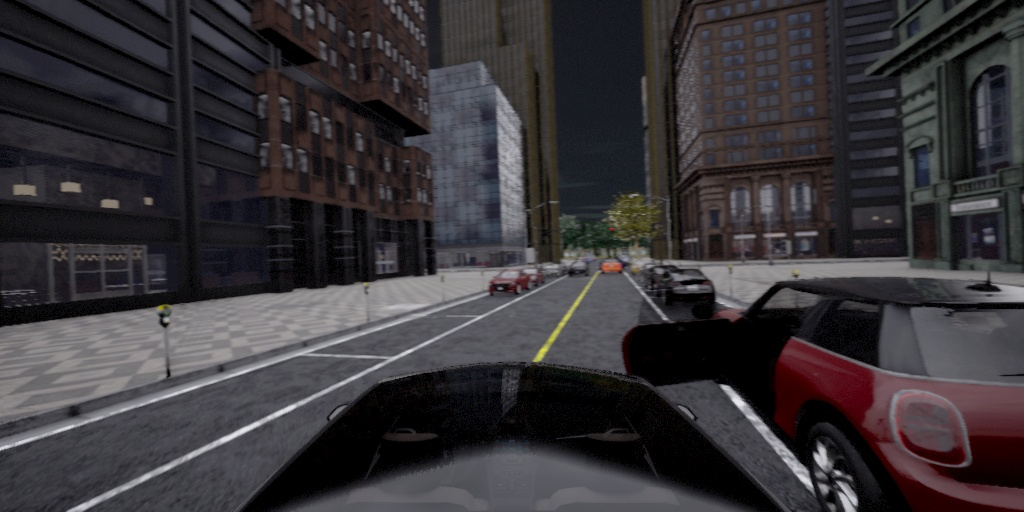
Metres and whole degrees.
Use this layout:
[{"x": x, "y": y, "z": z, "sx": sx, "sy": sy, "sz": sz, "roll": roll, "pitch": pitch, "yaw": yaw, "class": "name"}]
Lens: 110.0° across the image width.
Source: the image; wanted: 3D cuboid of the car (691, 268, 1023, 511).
[{"x": 3.603, "y": 0.980, "z": 3.768, "sx": 2.097, "sy": 1.767, "sz": 4.553, "roll": -2, "pitch": -1, "yaw": 15, "class": "car"}]

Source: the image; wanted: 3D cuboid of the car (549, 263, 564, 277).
[{"x": 4.219, "y": 1.460, "z": 36.930, "sx": 2.007, "sy": 1.370, "sz": 4.403, "roll": 0, "pitch": 0, "yaw": 15, "class": "car"}]

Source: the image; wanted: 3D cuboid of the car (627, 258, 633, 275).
[{"x": 12.529, "y": 1.089, "z": 35.027, "sx": 1.751, "sy": 1.417, "sz": 4.829, "roll": 0, "pitch": 0, "yaw": 15, "class": "car"}]

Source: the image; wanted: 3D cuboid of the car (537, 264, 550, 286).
[{"x": 1.396, "y": 1.513, "z": 26.551, "sx": 1.802, "sy": 1.307, "sz": 4.207, "roll": 0, "pitch": 0, "yaw": 15, "class": "car"}]

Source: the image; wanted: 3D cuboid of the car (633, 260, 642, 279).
[{"x": 9.753, "y": 1.135, "z": 24.821, "sx": 2.007, "sy": 1.370, "sz": 4.403, "roll": 0, "pitch": 0, "yaw": 15, "class": "car"}]

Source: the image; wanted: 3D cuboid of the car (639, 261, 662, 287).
[{"x": 8.388, "y": 1.159, "z": 19.802, "sx": 1.948, "sy": 1.339, "sz": 4.313, "roll": 0, "pitch": 0, "yaw": 15, "class": "car"}]

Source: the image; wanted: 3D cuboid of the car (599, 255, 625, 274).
[{"x": 10.947, "y": 1.014, "z": 39.519, "sx": 2.097, "sy": 1.767, "sz": 4.553, "roll": -2, "pitch": 0, "yaw": 15, "class": "car"}]

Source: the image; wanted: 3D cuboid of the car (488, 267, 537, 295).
[{"x": -0.016, "y": 1.485, "z": 21.362, "sx": 1.888, "sy": 1.381, "sz": 4.507, "roll": 0, "pitch": 0, "yaw": 15, "class": "car"}]

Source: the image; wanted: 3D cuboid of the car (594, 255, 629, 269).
[{"x": 13.959, "y": 0.970, "z": 48.961, "sx": 4.553, "sy": 1.767, "sz": 2.097, "roll": -2, "pitch": -1, "yaw": -36, "class": "car"}]

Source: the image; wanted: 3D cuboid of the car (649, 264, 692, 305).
[{"x": 7.022, "y": 1.166, "z": 14.780, "sx": 1.948, "sy": 1.339, "sz": 4.313, "roll": 0, "pitch": 0, "yaw": 15, "class": "car"}]

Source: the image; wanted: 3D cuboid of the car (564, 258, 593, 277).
[{"x": 6.845, "y": 1.277, "z": 36.370, "sx": 1.882, "sy": 1.535, "sz": 5.008, "roll": -2, "pitch": -1, "yaw": 16, "class": "car"}]
